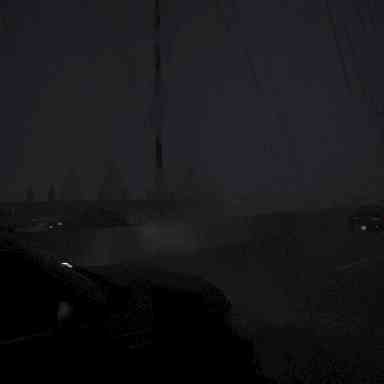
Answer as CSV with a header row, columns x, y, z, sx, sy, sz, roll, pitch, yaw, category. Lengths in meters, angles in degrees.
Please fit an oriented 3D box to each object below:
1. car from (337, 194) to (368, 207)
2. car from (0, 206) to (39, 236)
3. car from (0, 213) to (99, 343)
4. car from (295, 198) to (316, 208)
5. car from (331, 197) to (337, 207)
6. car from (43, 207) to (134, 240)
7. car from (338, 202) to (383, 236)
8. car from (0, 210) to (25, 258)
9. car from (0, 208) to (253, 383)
x,y,z,sx,sy,sz,roll,pitch,yaw,category
20.480,1.234,41.782,2.150,2.045,5.566,0,-1,38,car
-11.193,1.549,17.578,5.357,1.411,2.033,0,0,-37,car
-4.089,1.353,5.318,4.553,1.767,2.097,0,0,-36,car
16.482,1.556,48.006,1.812,1.442,4.674,0,0,38,car
22.246,1.511,49.649,2.128,1.511,4.902,0,0,38,car
-5.455,1.568,17.782,4.181,1.385,1.994,0,0,-40,car
9.853,1.482,17.586,2.128,1.511,4.902,0,0,44,car
-8.454,1.478,11.014,5.008,1.535,1.882,0,0,-36,car
-2.064,1.221,2.402,5.566,2.045,2.150,0,0,-35,car
